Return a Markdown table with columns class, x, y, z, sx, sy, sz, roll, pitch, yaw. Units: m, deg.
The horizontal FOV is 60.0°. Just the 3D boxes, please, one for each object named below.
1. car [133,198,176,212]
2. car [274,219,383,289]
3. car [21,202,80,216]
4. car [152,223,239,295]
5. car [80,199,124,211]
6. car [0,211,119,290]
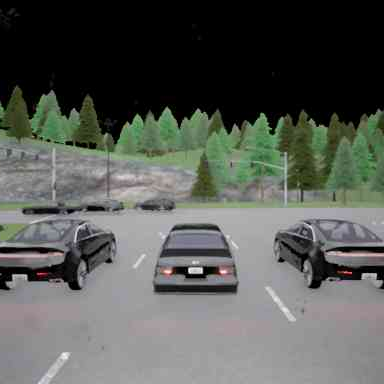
| class | x | y | z | sx | sy | sz | roll | pitch | yaw |
| --- | --- | --- | --- | --- | --- | --- | --- | --- | --- |
| car | -4.275 | 1.497 | 37.549 | 4.892 | 1.490 | 1.837 | 0 | -1 | 19 |
| car | 3.600 | 1.490 | 9.125 | 2.128 | 1.511 | 4.902 | 0 | 0 | 1 |
| car | -13.321 | 1.594 | 31.153 | 4.718 | 1.301 | 1.895 | 0 | 0 | -10 |
| car | 0.099 | 1.546 | 8.850 | 2.033 | 1.411 | 5.357 | 0 | 0 | 1 |
| car | -9.598 | 1.484 | 35.020 | 4.902 | 1.511 | 2.128 | 0 | 0 | 7 |
| car | -3.401 | 1.490 | 9.031 | 2.128 | 1.511 | 4.902 | 0 | 0 | 0 |
